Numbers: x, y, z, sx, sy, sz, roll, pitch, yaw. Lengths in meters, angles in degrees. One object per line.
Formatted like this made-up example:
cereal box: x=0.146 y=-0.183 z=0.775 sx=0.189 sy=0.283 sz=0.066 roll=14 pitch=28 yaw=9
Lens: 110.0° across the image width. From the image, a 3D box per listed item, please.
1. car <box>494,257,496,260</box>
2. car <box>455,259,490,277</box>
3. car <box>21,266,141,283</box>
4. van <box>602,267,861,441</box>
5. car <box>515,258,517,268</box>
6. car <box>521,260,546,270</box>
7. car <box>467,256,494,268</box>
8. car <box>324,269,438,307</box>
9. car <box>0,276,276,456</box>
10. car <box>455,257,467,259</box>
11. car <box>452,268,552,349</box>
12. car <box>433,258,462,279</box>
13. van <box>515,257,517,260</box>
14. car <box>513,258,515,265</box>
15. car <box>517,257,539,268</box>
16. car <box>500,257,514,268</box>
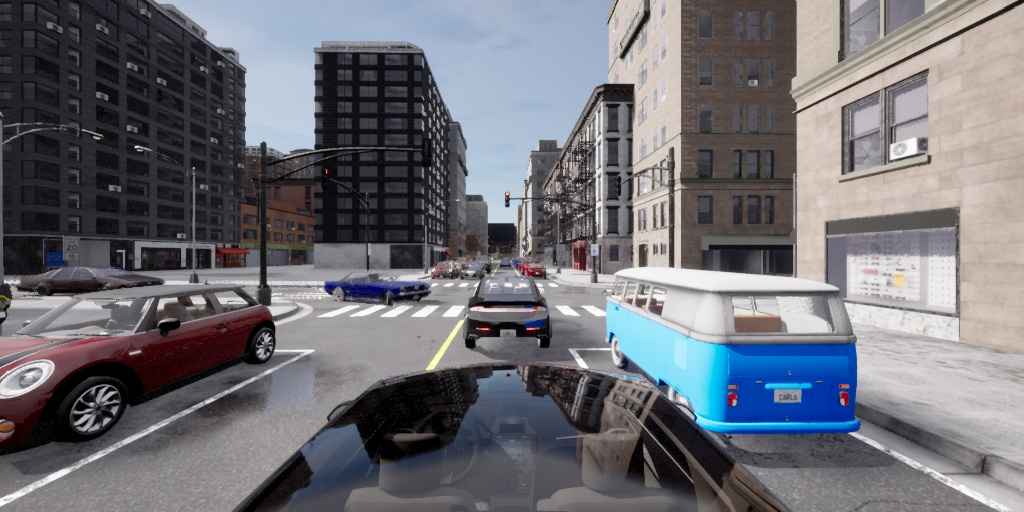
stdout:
car: x=-3.782 y=1.296 z=52.190 sx=2.033 sy=1.411 sz=5.357 roll=0 pitch=0 yaw=-1
car: x=-3.395 y=1.242 z=31.626 sx=2.128 sy=1.511 sz=4.902 roll=0 pitch=0 yaw=-1
car: x=-19.862 y=1.198 z=17.064 sx=5.357 sy=1.411 sz=2.033 roll=0 pitch=0 yaw=-1
van: x=2.584 y=1.091 z=5.253 sx=1.690 sy=1.789 sz=3.998 roll=0 pitch=0 yaw=-1
car: x=1.770 y=1.294 z=48.355 sx=1.888 sy=1.381 sz=4.507 roll=0 pitch=0 yaw=-1
car: x=2.077 y=1.295 z=32.129 sx=1.888 sy=1.381 sz=4.507 roll=0 pitch=0 yaw=-1
car: x=-3.586 y=0.972 z=41.788 sx=2.150 sy=2.045 sz=5.566 roll=0 pitch=0 yaw=0
car: x=-5.763 y=1.333 z=15.424 sx=4.718 sy=1.301 sz=1.895 roll=0 pitch=0 yaw=28
car: x=-5.439 y=1.190 z=5.102 sx=1.967 sy=1.591 sz=4.097 roll=0 pitch=0 yaw=-1
car: x=-6.151 y=1.065 z=42.794 sx=2.192 sy=1.841 sz=5.009 roll=0 pitch=0 yaw=-1
car: x=-0.126 y=1.242 z=9.188 sx=2.128 sy=1.511 sz=4.902 roll=0 pitch=0 yaw=-1
car: x=-5.947 y=1.190 z=31.977 sx=1.967 sy=1.591 sz=4.097 roll=0 pitch=0 yaw=-1
van: x=1.668 y=1.089 z=53.764 sx=1.690 sy=1.789 sz=3.998 roll=0 pitch=0 yaw=-1
car: x=1.566 y=1.312 z=59.172 sx=1.948 sy=1.339 sz=4.313 roll=0 pitch=0 yaw=-1
car: x=1.975 y=1.065 z=37.537 sx=2.192 sy=1.841 sz=5.009 roll=0 pitch=0 yaw=-1
car: x=-1.131 y=1.309 z=62.289 sx=1.994 sy=1.385 sz=4.181 roll=0 pitch=0 yaw=-1
